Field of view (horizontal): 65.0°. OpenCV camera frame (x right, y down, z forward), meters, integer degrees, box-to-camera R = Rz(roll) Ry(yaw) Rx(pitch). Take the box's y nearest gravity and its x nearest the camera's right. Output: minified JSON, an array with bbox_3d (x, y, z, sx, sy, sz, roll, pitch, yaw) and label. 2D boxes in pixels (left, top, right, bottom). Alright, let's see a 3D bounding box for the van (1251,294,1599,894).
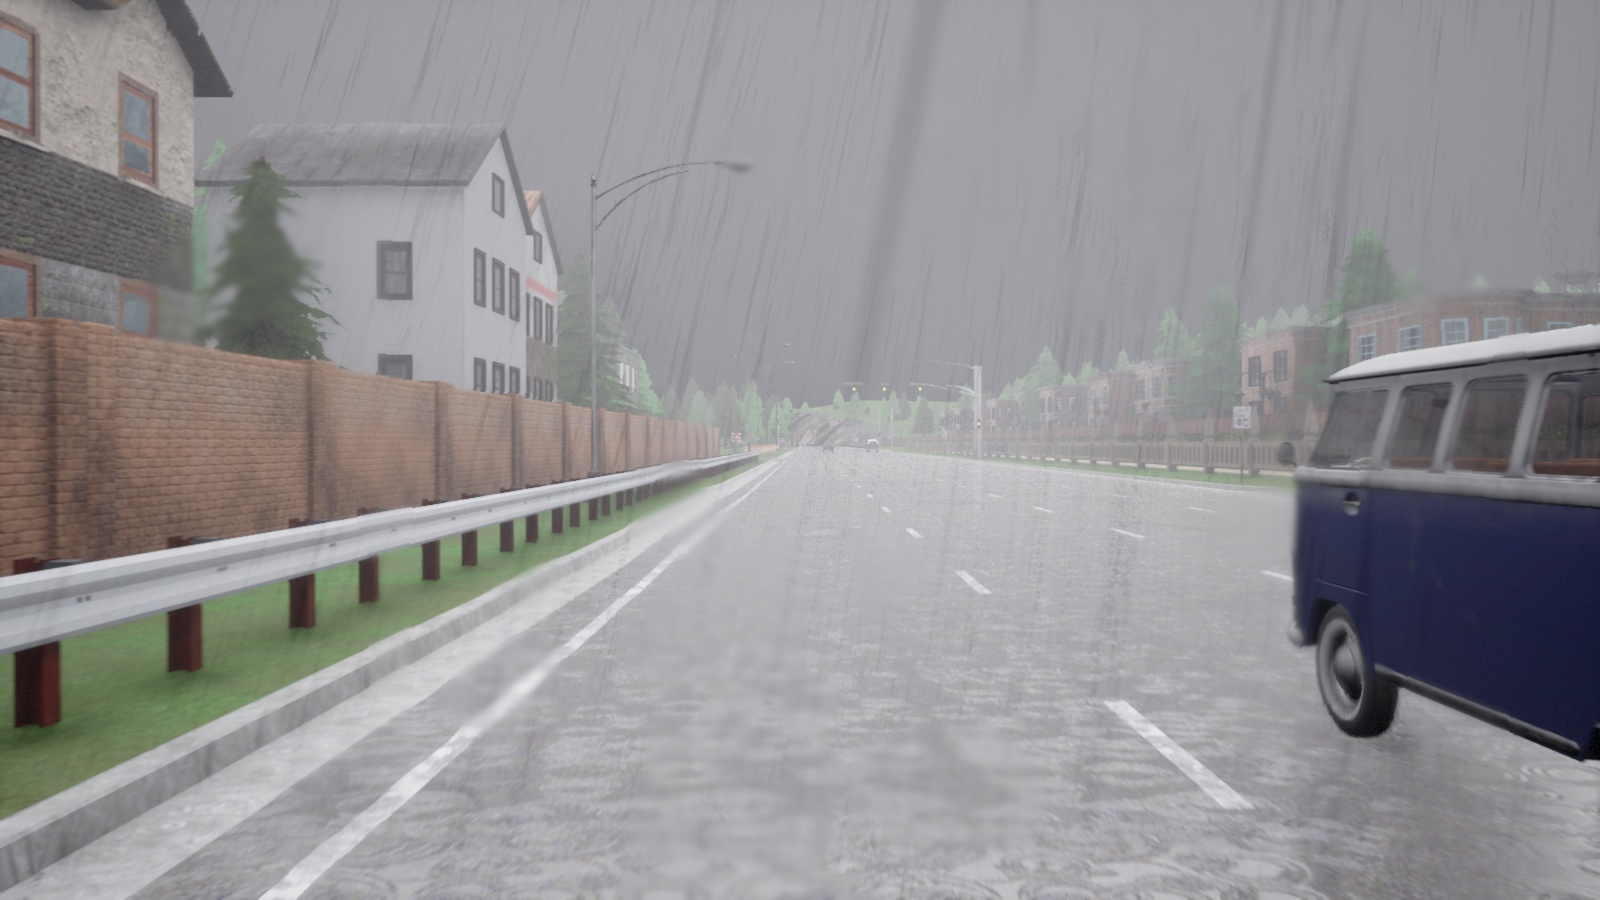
[{"bbox_3d":[3.545,0.473,5.201,1.775,1.987,4.442,0,0,0],"label":"van"}]
